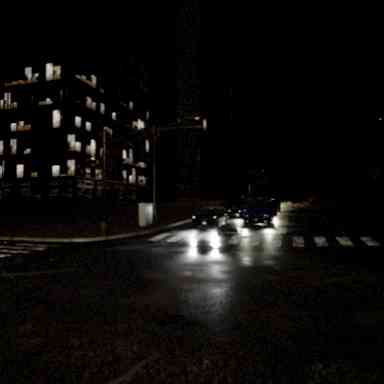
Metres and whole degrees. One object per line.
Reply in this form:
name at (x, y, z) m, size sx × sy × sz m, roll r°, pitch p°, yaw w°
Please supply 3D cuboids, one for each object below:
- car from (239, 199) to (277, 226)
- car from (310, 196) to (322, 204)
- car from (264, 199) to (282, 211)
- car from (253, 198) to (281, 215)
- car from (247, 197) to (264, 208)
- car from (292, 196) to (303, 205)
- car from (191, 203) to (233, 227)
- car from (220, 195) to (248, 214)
car at (4.941, 1.559, 24.431) m, size 1.882 × 1.535 × 5.008 m, roll -1°, pitch 0°, yaw 17°
car at (22.786, 1.447, 61.066) m, size 1.882 × 1.535 × 5.008 m, roll 0°, pitch 0°, yaw 17°
car at (10.652, 1.659, 43.422) m, size 2.033 × 1.411 × 5.357 m, roll -1°, pitch 0°, yaw 17°
car at (7.577, 1.587, 33.236) m, size 2.128 × 1.511 × 4.902 m, roll -1°, pitch 0°, yaw 17°
car at (10.143, 1.677, 52.866) m, size 2.128 × 1.511 × 4.902 m, roll -1°, pitch 0°, yaw 17°
car at (19.811, 1.548, 62.540) m, size 2.128 × 1.511 × 4.902 m, roll -3°, pitch -2°, yaw 17°
car at (1.430, 1.741, 24.017) m, size 1.895 × 1.301 × 4.718 m, roll -1°, pitch 0°, yaw 17°
car at (4.215, 1.376, 33.376) m, size 2.150 × 2.045 × 5.566 m, roll -1°, pitch 0°, yaw 16°
